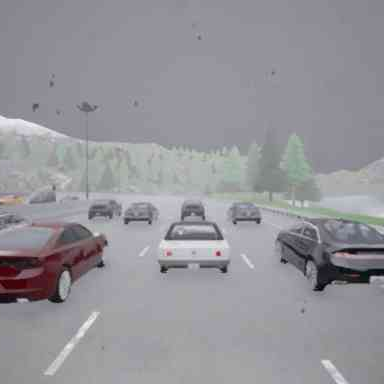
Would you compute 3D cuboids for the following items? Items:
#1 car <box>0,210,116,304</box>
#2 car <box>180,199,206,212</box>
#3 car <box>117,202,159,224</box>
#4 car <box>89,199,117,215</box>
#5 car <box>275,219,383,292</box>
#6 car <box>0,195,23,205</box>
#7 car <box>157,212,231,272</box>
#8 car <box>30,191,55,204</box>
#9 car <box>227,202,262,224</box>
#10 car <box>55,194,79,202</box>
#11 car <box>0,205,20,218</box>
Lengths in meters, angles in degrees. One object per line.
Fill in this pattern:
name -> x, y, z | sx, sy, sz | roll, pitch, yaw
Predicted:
car -> -3.457, 1.430, 8.104 | 1.882, 1.535, 5.008 | 0, 0, 1
car -> 0.076, 1.349, 26.998 | 1.837, 1.490, 4.892 | 0, 1, 0
car -> -3.452, 1.412, 23.220 | 2.033, 1.411, 5.357 | 0, 0, 1
car -> -6.924, 1.350, 27.011 | 1.837, 1.490, 4.892 | 0, 1, 0
car -> 3.550, 1.440, 8.737 | 2.128, 1.511, 4.902 | 0, 0, 1
car -> -24.809, 1.217, 45.233 | 1.882, 1.535, 5.008 | 0, 0, -3
car -> 0.064, 1.539, 10.483 | 1.895, 1.301, 4.718 | 0, 0, 0
car -> -21.458, 0.943, 48.363 | 2.150, 2.045, 5.566 | 0, 0, -4
car -> 3.549, 1.412, 23.223 | 2.033, 1.411, 5.357 | 0, 0, 1
car -> -18.027, 1.208, 49.161 | 2.128, 1.511, 4.902 | 0, 0, -4
car -> -6.928, 1.424, 11.765 | 2.128, 1.511, 4.902 | 0, 0, 0
